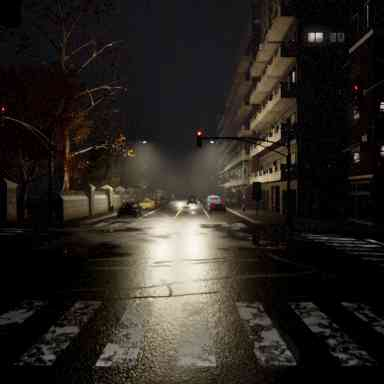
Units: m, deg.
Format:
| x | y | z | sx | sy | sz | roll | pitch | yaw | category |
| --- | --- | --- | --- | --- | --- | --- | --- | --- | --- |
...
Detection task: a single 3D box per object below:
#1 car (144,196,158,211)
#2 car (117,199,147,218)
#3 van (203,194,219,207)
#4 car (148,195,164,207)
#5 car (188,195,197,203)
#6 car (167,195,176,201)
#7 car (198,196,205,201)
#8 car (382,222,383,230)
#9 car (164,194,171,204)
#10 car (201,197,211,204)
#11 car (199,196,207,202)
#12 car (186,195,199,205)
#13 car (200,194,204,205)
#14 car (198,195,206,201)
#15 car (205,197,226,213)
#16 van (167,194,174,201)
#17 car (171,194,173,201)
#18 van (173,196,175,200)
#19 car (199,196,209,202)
| x | y | z | sx | sy | sz | roll | pitch | yaw | category |
| --- | --- | --- | --- | --- | --- | --- | --- | --- | --- |
| -5.683 | 1.550 | 41.955 | 1.752 | 1.417 | 4.829 | 0 | 0 | 0 | car |
| -5.684 | 1.580 | 30.863 | 1.947 | 1.339 | 4.313 | 0 | 0 | 0 | car |
| 2.698 | 1.366 | 42.123 | 1.690 | 1.788 | 3.998 | 0 | 0 | 0 | van |
| -5.682 | 1.347 | 47.755 | 2.192 | 1.841 | 5.009 | 0 | 0 | 0 | car |
| 0.009 | 1.444 | 69.998 | 1.837 | 1.490 | 4.892 | 0 | 0 | 0 | car |
| -5.678 | 1.669 | 92.794 | 2.008 | 1.369 | 4.403 | 0 | 0 | 0 | car |
| 2.702 | 1.700 | 92.795 | 1.802 | 1.307 | 4.206 | 0 | 0 | 0 | car |
| 13.468 | 1.604 | 18.539 | 5.009 | 1.841 | 2.192 | 1 | -1 | -1 | car |
| -5.681 | 1.498 | 64.646 | 1.967 | 1.590 | 4.097 | 0 | 0 | 0 | car |
| 2.699 | 1.602 | 64.643 | 1.887 | 1.381 | 4.507 | 0 | 0 | 0 | car |
| 2.700 | 1.635 | 81.534 | 1.887 | 1.381 | 4.507 | 0 | 0 | 0 | car |
| 0.006 | 1.597 | 59.579 | 2.033 | 1.411 | 5.357 | 0 | 0 | 0 | car |
| 2.699 | 1.480 | 53.384 | 1.967 | 1.590 | 4.097 | 0 | 0 | 0 | car |
| 2.702 | 1.544 | 87.164 | 1.967 | 1.590 | 4.097 | 0 | 0 | 0 | car |
| 2.697 | 1.564 | 36.492 | 1.887 | 1.381 | 4.507 | 0 | 0 | 0 | car |
| -5.678 | 1.445 | 87.165 | 1.690 | 1.788 | 3.998 | 0 | 0 | 0 | van |
| -5.680 | 1.508 | 70.275 | 1.967 | 1.590 | 4.097 | 0 | 0 | 0 | car |
| -5.679 | 1.432 | 81.536 | 1.690 | 1.788 | 3.998 | 0 | 0 | 0 | van |
| 2.700 | 1.629 | 75.904 | 2.008 | 1.369 | 4.403 | 0 | 0 | 0 | car |
